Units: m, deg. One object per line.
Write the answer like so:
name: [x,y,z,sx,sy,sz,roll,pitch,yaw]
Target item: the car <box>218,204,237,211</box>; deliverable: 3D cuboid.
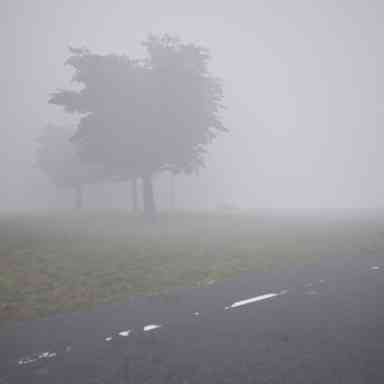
car: [6.937,3.066,65.484,1.994,1.385,4.181,-2,0,-35]
